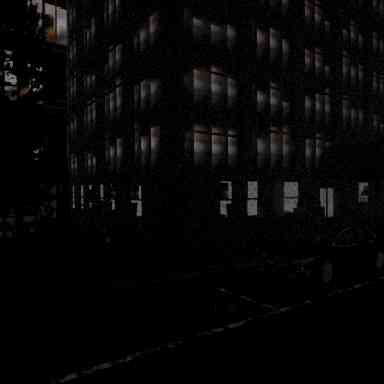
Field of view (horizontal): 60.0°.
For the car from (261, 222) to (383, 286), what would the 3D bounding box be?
[{"bbox_3d":[3.807,1.549,9.308,4.403,1.369,2.008,0,-1,-36],"label":"car"}]
